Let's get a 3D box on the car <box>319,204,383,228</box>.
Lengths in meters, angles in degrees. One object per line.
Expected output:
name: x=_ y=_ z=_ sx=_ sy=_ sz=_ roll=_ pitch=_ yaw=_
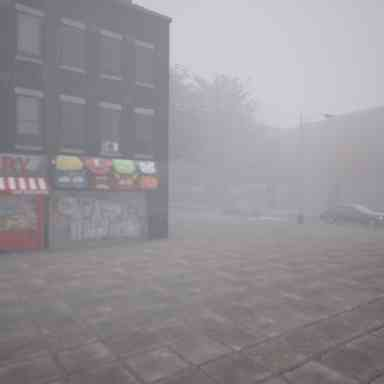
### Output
car: x=10.795 y=1.558 z=22.134 sx=1.812 sy=1.442 sz=4.674 roll=1 pitch=0 yaw=-35

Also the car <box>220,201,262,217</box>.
car: x=4.498 y=1.580 z=31.071 sx=1.994 sy=1.385 sz=4.181 roll=1 pitch=0 yaw=-35
